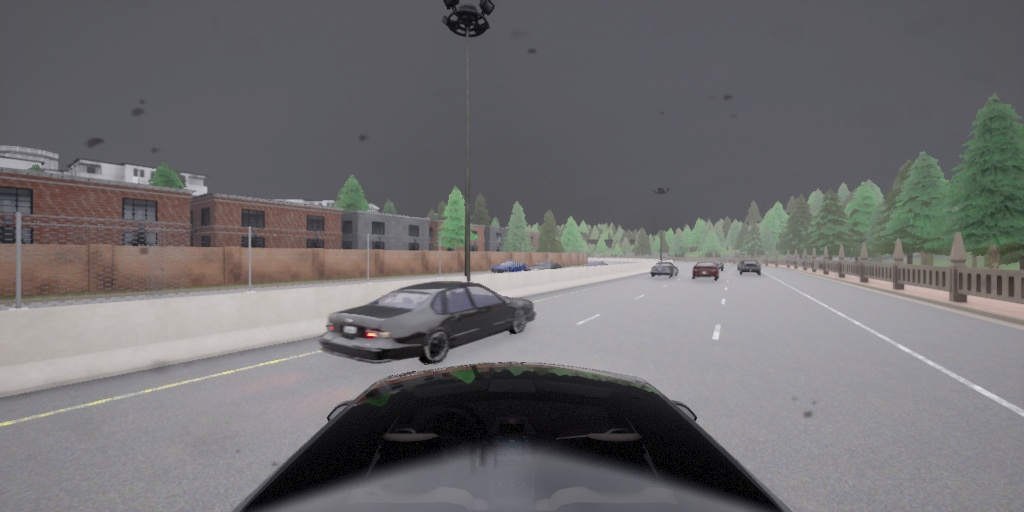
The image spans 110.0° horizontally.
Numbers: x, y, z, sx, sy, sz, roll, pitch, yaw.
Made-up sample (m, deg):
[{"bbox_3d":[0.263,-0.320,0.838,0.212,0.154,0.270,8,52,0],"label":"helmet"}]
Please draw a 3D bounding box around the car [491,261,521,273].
[{"bbox_3d":[-0.240,1.222,37.139,1.882,1.535,5.008,0,0,32],"label":"car"}]

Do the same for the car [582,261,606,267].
[{"bbox_3d":[9.018,1.291,38.782,2.033,1.411,5.357,0,0,32],"label":"car"}]

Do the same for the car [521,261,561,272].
[{"bbox_3d":[3.336,1.235,36.265,2.128,1.511,4.902,0,0,32],"label":"car"}]

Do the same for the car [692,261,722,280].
[{"bbox_3d":[17.102,1.222,31.550,1.882,1.535,5.008,0,0,32],"label":"car"}]

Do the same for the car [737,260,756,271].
[{"bbox_3d":[32.010,1.305,49.054,1.994,1.385,4.181,0,0,32],"label":"car"}]

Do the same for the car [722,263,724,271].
[{"bbox_3d":[27.839,1.341,48.950,1.895,1.301,4.718,0,0,32],"label":"car"}]

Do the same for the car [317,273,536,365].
[{"bbox_3d":[-1.427,1.296,8.197,2.033,1.411,5.357,0,0,32],"label":"car"}]

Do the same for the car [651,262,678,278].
[{"bbox_3d":[14.479,1.291,33.965,2.033,1.411,5.357,0,0,32],"label":"car"}]

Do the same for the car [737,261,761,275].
[{"bbox_3d":[25.387,1.248,38.310,1.837,1.490,4.892,0,0,32],"label":"car"}]
